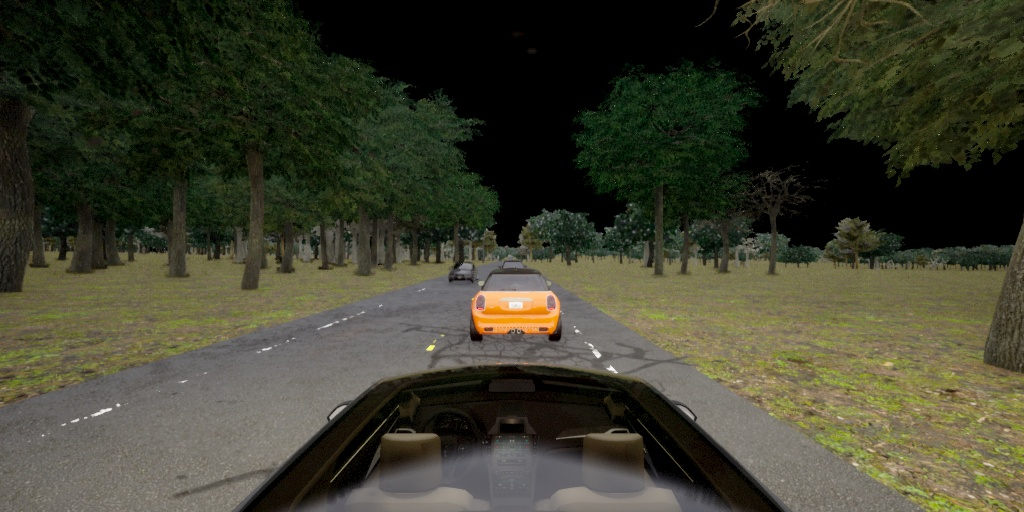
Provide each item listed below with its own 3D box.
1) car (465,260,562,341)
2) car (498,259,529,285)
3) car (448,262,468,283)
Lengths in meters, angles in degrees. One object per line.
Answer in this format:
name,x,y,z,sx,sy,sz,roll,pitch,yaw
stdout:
car,0.082,1.102,10.016,2.097,1.767,4.553,0,0,0
car,0.043,1.103,26.753,2.097,1.767,4.553,0,0,-1
car,-3.663,1.256,27.490,1.837,1.490,4.892,0,0,0
